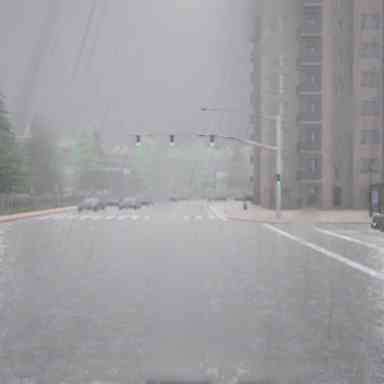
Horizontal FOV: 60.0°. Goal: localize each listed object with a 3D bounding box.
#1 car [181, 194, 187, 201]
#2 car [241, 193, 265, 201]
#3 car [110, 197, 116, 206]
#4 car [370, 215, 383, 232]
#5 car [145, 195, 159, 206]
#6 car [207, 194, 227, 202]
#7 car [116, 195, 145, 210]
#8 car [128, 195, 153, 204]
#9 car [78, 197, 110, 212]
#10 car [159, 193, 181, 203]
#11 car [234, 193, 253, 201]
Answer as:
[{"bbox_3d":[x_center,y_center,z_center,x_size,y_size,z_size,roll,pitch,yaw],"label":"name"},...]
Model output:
[{"bbox_3d":[-2.834,1.156,67.321,1.994,1.385,4.181,0,0,34],"label":"car"},{"bbox_3d":[13.085,1.064,71.542,4.892,1.490,1.837,0,0,-24],"label":"car"},{"bbox_3d":[-10.302,1.301,44.167,1.994,1.385,4.181,0,0,2],"label":"car"},{"bbox_3d":[11.869,1.451,17.212,4.892,1.490,1.837,0,0,0],"label":"car"},{"bbox_3d":[-6.654,1.260,47.946,2.033,1.411,5.357,0,0,6],"label":"car"},{"bbox_3d":[5.006,1.128,65.667,4.674,1.442,1.812,0,0,-42],"label":"car"},{"bbox_3d":[-7.027,1.297,38.257,1.812,1.442,4.674,0,0,1],"label":"car"},{"bbox_3d":[-8.543,1.213,55.888,2.033,1.411,5.357,0,0,17],"label":"car"},{"bbox_3d":[-10.562,1.315,35.425,1.812,1.442,4.674,0,0,1],"label":"car"},{"bbox_3d":[-4.261,1.006,57.595,2.097,1.767,4.553,0,0,22],"label":"car"},{"bbox_3d":[10.364,1.162,65.756,4.181,1.385,1.994,0,0,-37],"label":"car"}]
